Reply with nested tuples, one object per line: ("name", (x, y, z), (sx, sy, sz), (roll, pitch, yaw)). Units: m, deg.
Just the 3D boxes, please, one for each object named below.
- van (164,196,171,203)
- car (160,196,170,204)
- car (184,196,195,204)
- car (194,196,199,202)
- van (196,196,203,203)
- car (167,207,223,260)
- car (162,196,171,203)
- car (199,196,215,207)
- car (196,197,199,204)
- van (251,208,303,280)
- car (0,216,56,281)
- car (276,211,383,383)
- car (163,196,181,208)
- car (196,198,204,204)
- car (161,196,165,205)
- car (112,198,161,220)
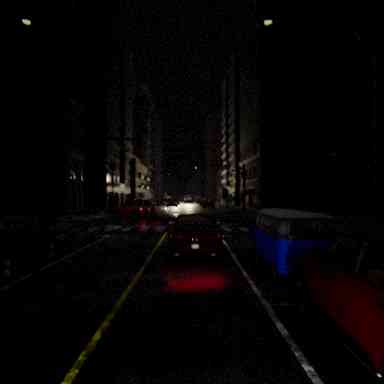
("van", (-6.810, 2.084, 93.118), (1.690, 1.788, 3.998), (0, -1, -1))
("car", (-6.563, 1.940, 81.807), (2.192, 1.841, 5.009), (0, -1, -1))
("car", (-0.831, 2.147, 78.993), (1.994, 1.385, 4.181), (0, -1, -1))
("car", (2.085, 2.152, 76.325), (1.802, 1.307, 4.206), (0, -1, -1))
("van", (1.837, 2.026, 87.633), (1.690, 1.788, 3.998), (0, -1, -1))
("car", (0.104, 1.566, 12.897), (1.882, 1.535, 5.008), (0, 0, 0))
("car", (-6.687, 1.999, 87.463), (2.192, 1.841, 5.009), (0, -1, -1))
("car", (2.579, 1.829, 53.716), (1.967, 1.590, 4.097), (0, 0, -1))
("car", (2.332, 2.058, 65.022), (1.802, 1.307, 4.206), (0, 0, -1))
("van", (2.860, 1.408, 9.828), (1.690, 1.788, 3.998), (0, 0, 0))
("car", (-5.666, 1.507, 9.823), (1.967, 1.590, 4.097), (0, 0, 0))
("car", (2.859, 1.345, 4.305), (2.192, 1.841, 5.009), (0, 0, 0))
("car", (-3.422, 1.898, 57.884), (1.882, 1.535, 5.008), (0, -1, -1))
("car", (1.961, 2.171, 81.978), (1.887, 1.381, 4.507), (0, -1, -1))
("car", (-6.191, 1.915, 64.845), (1.967, 1.590, 4.097), (0, 0, -1))
("car", (-5.407, 1.562, 30.777), (4.553, 1.767, 2.097), (0, 0, 41))
